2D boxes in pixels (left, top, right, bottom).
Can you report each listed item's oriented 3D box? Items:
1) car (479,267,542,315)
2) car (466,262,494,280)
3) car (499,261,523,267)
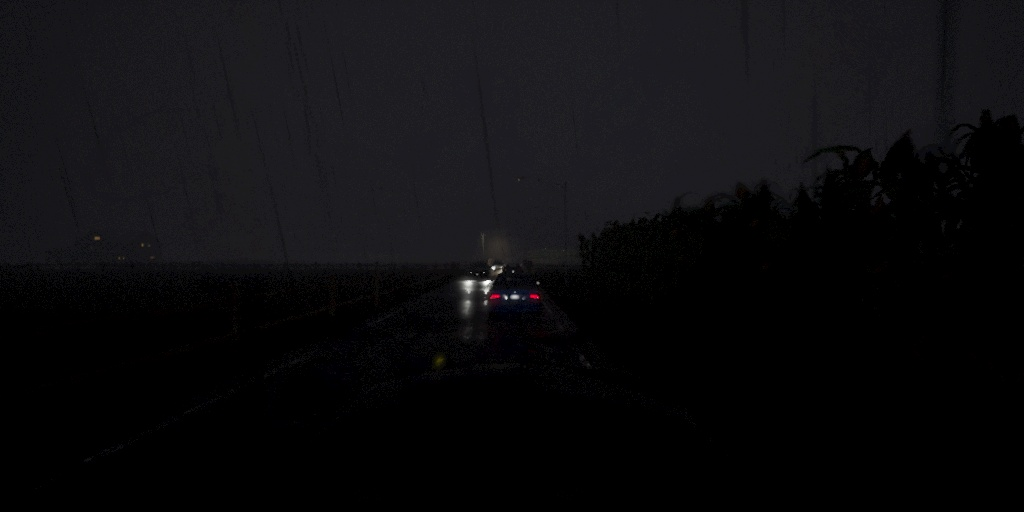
[{"bbox_3d":[0.092,1.312,13.547,2.033,1.411,5.357,0,0,0],"label":"car"},{"bbox_3d":[-2.857,1.288,31.868,1.837,1.490,4.892,0,0,0],"label":"car"},{"bbox_3d":[0.088,1.349,33.818,1.994,1.385,4.181,0,0,0],"label":"car"}]
